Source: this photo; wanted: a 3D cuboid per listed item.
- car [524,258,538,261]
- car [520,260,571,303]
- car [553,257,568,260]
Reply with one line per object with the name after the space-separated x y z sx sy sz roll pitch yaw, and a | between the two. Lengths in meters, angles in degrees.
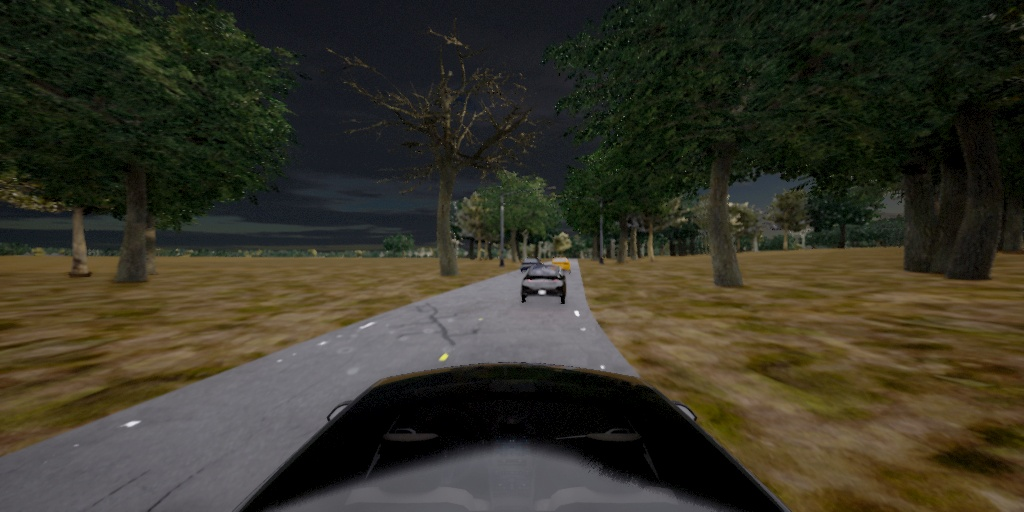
2.059 0.934 37.814 2.033 1.411 5.357 0 1 10 | car
1.508 1.153 16.167 2.128 1.511 4.902 0 1 8 | car
4.946 0.884 36.332 1.882 1.535 5.008 0 1 10 | car
